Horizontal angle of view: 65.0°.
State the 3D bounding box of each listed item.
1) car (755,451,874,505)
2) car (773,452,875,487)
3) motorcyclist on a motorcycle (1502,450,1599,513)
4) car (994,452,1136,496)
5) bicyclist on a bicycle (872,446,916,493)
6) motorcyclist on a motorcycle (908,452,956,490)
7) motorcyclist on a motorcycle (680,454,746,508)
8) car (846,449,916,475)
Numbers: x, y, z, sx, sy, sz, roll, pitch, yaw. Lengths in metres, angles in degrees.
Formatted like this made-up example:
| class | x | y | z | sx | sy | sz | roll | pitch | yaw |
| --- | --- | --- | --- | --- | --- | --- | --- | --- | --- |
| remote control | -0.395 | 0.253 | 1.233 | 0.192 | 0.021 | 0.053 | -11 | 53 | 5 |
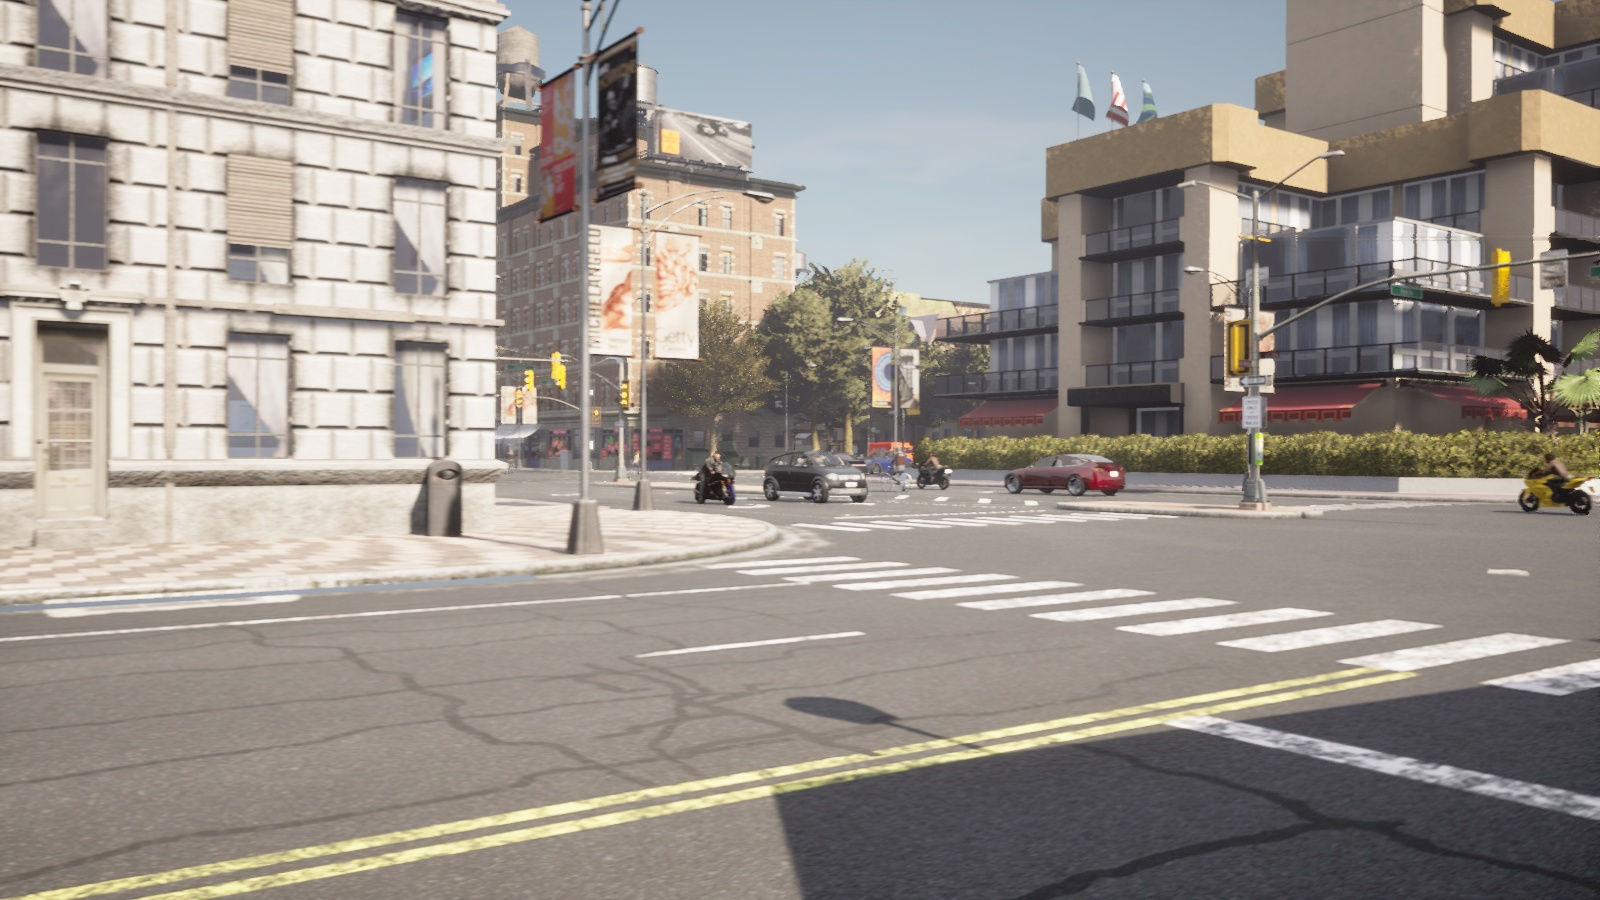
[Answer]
| class | x | y | z | sx | sy | sz | roll | pitch | yaw |
| --- | --- | --- | --- | --- | --- | --- | --- | --- | --- |
| car | 0.391 | 0.816 | 38.223 | 1.789 | 1.549 | 3.705 | 0 | 0 | -35 |
| car | 1.041 | 0.839 | 57.137 | 2.128 | 1.511 | 4.902 | 0 | 0 | -35 |
| motorcyclist on a motorcycle | 18.766 | 0.764 | 31.406 | 0.797 | 1.523 | 2.044 | -1 | 0 | -21 |
| car | 9.477 | 0.836 | 45.289 | 2.163 | 1.488 | 4.792 | 0 | 0 | -35 |
| bicyclist on a bicycle | 3.558 | 0.724 | 47.589 | 0.659 | 1.776 | 1.843 | 0 | 0 | -35 |
| motorcyclist on a motorcycle | 5.351 | 0.841 | 51.112 | 0.797 | 1.523 | 2.044 | 0 | 0 | -35 |
| motorcyclist on a motorcycle | -2.528 | 0.874 | 36.288 | 0.866 | 1.530 | 2.191 | 0 | 0 | -35 |
| car | 5.648 | 0.806 | 87.546 | 4.553 | 1.767 | 2.097 | 0 | 0 | -36 |
